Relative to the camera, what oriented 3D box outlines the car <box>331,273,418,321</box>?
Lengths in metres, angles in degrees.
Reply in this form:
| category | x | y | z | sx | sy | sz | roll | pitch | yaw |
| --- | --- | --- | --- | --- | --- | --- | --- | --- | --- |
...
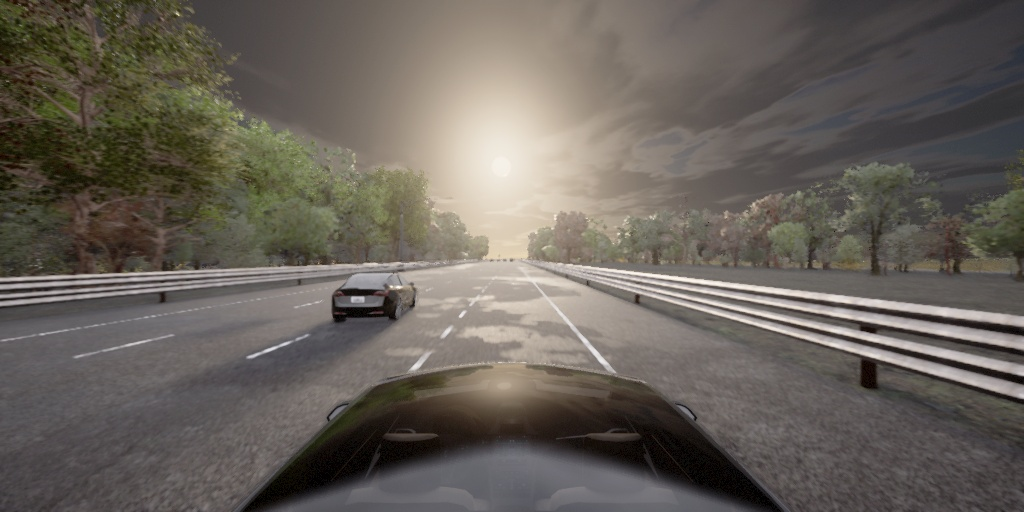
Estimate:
| category | x | y | z | sx | sy | sz | roll | pitch | yaw |
| --- | --- | --- | --- | --- | --- | --- | --- | --- | --- |
| car | -4.671 | 1.330 | 12.759 | 2.163 | 1.488 | 4.792 | 0 | 0 | -5 |
